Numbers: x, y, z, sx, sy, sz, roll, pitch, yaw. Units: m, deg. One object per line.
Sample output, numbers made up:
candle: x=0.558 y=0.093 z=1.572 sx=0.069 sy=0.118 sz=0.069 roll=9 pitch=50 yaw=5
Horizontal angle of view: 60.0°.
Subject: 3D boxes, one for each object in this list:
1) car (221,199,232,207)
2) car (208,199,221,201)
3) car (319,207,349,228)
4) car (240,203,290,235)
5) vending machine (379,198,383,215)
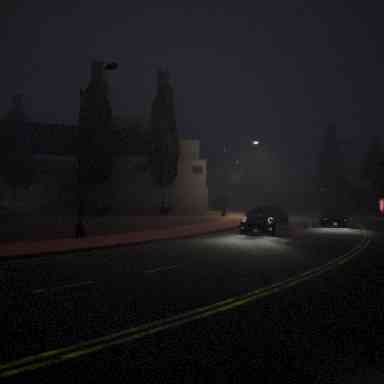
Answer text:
car: x=6.345 y=2.147 z=67.952 sx=2.097 sy=1.767 sz=4.553 roll=1 pitch=-1 yaw=-20
car: x=3.419 y=2.294 z=65.769 sx=1.837 sy=1.490 sz=4.892 roll=1 pitch=-1 yaw=-20
car: x=10.956 y=1.887 z=25.855 sx=2.033 sy=1.411 sz=5.357 roll=0 pitch=-1 yaw=19
car: x=4.610 y=1.603 z=20.605 sx=2.097 sy=1.767 sz=4.553 roll=0 pitch=-1 yaw=28
vending machine: x=24.509 y=1.777 z=42.079 sx=1.100 sy=2.100 sz=0.880 roll=0 pitch=-1 yaw=-2
